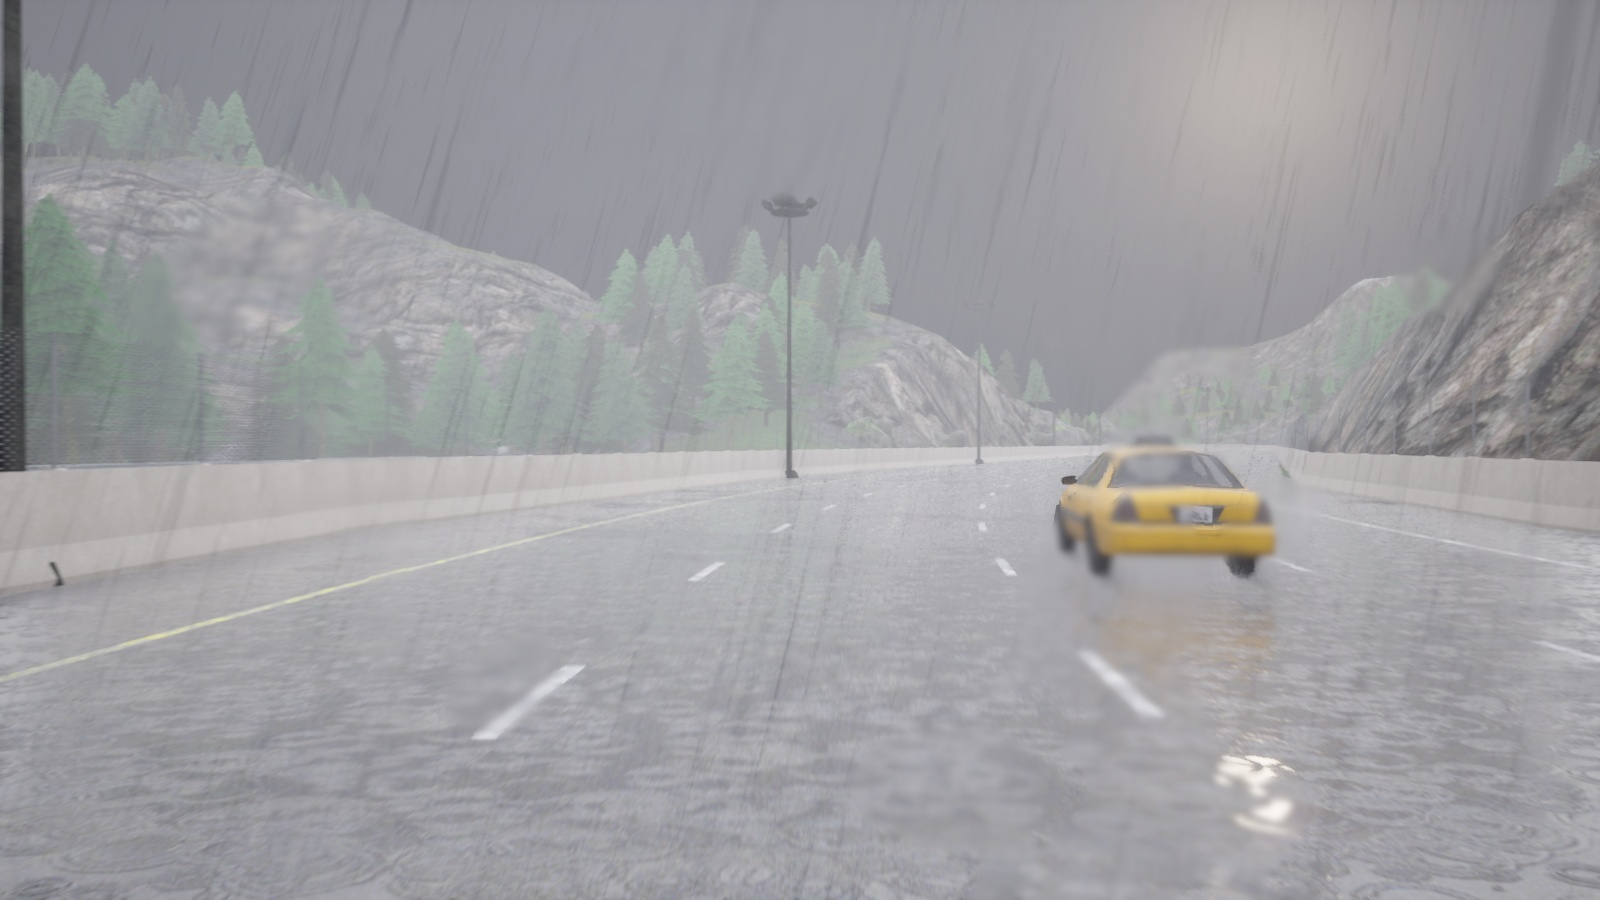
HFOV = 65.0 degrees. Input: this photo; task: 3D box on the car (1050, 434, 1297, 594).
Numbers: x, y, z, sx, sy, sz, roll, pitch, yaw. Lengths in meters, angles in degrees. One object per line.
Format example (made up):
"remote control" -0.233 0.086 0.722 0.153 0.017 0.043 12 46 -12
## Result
"car" 4.234 0.613 15.140 1.801 1.575 5.366 0 0 5
